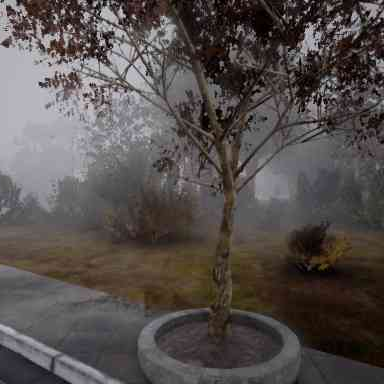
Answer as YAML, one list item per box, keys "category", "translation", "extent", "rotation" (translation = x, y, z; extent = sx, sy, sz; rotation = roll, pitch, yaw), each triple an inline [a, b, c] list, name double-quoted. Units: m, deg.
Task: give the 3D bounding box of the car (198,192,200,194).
- category: "car"
  translation: [0.903, 0.971, 60.271]
  extent: [2.150, 2.045, 5.566]
  rotation: [1, 0, 32]
